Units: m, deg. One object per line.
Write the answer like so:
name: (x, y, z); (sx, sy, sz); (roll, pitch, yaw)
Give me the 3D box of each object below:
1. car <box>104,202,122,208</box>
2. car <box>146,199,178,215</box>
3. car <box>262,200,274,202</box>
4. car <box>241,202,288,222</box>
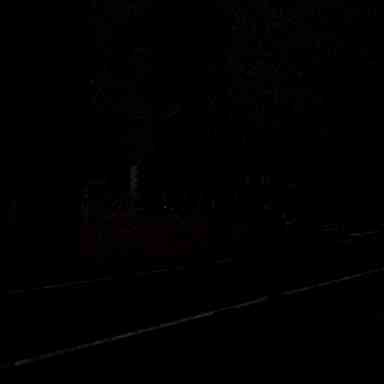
car: (-13.766, 2.270, 57.457); (1.812, 1.442, 4.674); (1, -1, -37)
car: (-4.125, 1.934, 44.458); (2.150, 2.045, 5.566); (1, -2, -37)
car: (15.717, 2.297, 67.282); (1.970, 1.475, 3.806); (1, -2, -37)
car: (6.519, 1.889, 30.269); (1.812, 1.442, 4.674); (1, -1, -37)
